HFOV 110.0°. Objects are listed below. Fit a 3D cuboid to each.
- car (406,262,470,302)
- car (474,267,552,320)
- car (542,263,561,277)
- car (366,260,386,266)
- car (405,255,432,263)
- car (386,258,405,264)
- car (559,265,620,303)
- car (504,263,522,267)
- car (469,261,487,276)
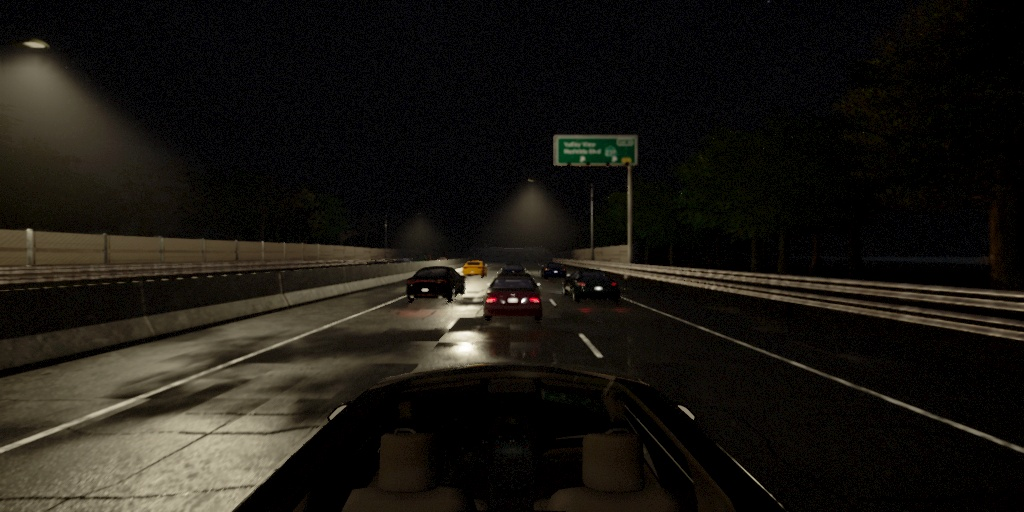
[{"bbox_3d":[-3.409,1.218,16.872,1.882,1.535,5.008,0,0,2],"label":"car"},{"bbox_3d":[0.050,1.294,12.613,2.033,1.411,5.357,0,0,1],"label":"car"},{"bbox_3d":[3.647,1.277,31.753,1.994,1.385,4.181,0,0,1],"label":"car"},{"bbox_3d":[-20.798,1.270,55.565,1.895,1.301,4.718,0,0,1],"label":"car"},{"bbox_3d":[-13.831,0.893,54.196,2.150,2.045,5.566,0,0,1],"label":"car"},{"bbox_3d":[-17.314,1.233,55.145,1.994,1.385,4.181,0,0,1],"label":"car"},{"bbox_3d":[3.589,1.304,16.804,1.994,1.385,4.181,0,0,0],"label":"car"},{"bbox_3d":[0.094,1.269,27.578,2.033,1.411,5.357,0,0,1],"label":"car"},{"bbox_3d":[-3.344,1.189,32.870,1.882,1.535,5.008,0,0,1],"label":"car"}]
